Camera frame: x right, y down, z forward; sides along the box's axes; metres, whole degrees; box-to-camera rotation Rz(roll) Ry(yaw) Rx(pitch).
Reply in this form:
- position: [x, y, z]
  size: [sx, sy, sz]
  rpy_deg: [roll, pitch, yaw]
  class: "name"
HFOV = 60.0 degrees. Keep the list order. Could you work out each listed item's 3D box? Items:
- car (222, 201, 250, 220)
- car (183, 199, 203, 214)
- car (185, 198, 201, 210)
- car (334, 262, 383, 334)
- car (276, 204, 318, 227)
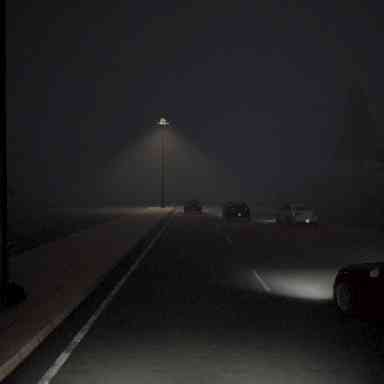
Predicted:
- position: [3.605, 1.491, 27.533]
  size: [2.128, 1.511, 4.902]
  rpy_deg: [0, 0, 0]
  class: "car"
- position: [0.100, 1.526, 35.809]
  size: [1.812, 1.442, 4.674]
  rpy_deg: [0, 0, 0]
  class: "car"
- position: [0.107, 1.564, 44.568]
  size: [1.994, 1.385, 4.181]
  rpy_deg: [0, 0, 0]
  class: "car"
- position: [3.598, 1.526, 4.397]
  size: [1.812, 1.442, 4.674]
  rpy_deg: [0, 0, 0]
  class: "car"
- position: [7.101, 1.525, 22.753]
  size: [1.812, 1.442, 4.674]
  rpy_deg: [0, 0, 0]
  class: "car"
